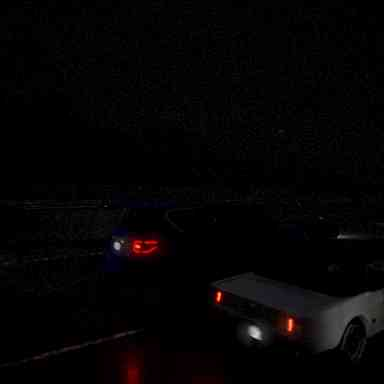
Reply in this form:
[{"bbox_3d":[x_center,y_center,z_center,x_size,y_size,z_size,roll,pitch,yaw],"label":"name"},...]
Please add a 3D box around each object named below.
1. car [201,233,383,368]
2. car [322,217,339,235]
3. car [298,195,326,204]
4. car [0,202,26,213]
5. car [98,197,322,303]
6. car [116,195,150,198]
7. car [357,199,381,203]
[{"bbox_3d":[2.650,1.608,5.761,4.718,1.301,1.895,0,0,-36],"label":"car"},{"bbox_3d":[5.240,1.606,16.087,4.181,1.385,1.994,0,0,-36],"label":"car"},{"bbox_3d":[13.602,1.394,39.465,5.566,2.045,2.150,1,-1,-35],"label":"car"},{"bbox_3d":[-14.519,1.481,23.730,5.008,1.535,1.882,0,0,-36],"label":"car"},{"bbox_3d":[0.635,1.230,8.486,5.566,2.045,2.150,0,0,-35],"label":"car"},{"bbox_3d":[-6.629,1.270,33.661,5.566,2.045,2.150,1,0,-36],"label":"car"},{"bbox_3d":[21.497,1.631,40.714,4.553,1.767,2.097,0,0,-36],"label":"car"}]
